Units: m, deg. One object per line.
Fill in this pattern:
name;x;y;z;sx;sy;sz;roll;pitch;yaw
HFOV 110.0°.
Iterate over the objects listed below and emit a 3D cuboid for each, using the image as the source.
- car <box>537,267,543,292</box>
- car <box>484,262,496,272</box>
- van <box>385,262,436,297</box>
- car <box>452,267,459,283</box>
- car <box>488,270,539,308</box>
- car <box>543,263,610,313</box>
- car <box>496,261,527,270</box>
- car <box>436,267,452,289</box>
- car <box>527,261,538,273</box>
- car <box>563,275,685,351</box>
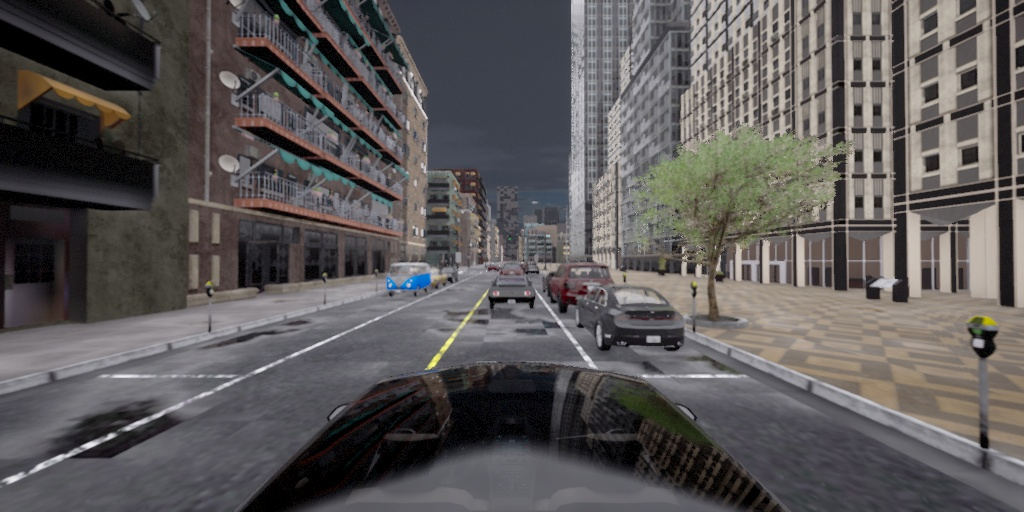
car;2.683;1.492;20.035;1.948;1.339;4.313;0;0;0
car;-3.026;1.923;58.484;1.895;1.301;4.718;0;-1;0
van;-5.698;1.266;20.032;1.690;1.789;3.998;0;0;0
car;-5.703;1.602;31.077;1.948;1.339;4.313;0;0;0
car;-0.005;1.487;15.966;1.895;1.301;4.718;0;-1;0
car;2.686;1.187;14.513;2.192;1.841;5.009;0;0;0
car;-0.010;1.385;30.942;2.097;1.767;4.553;0;-1;0
car;-5.700;1.506;25.385;1.751;1.417;4.829;0;0;0
car;2.671;1.774;47.648;1.948;1.339;4.313;0;0;0
car;2.688;1.369;8.990;2.007;1.370;4.403;0;0;0
